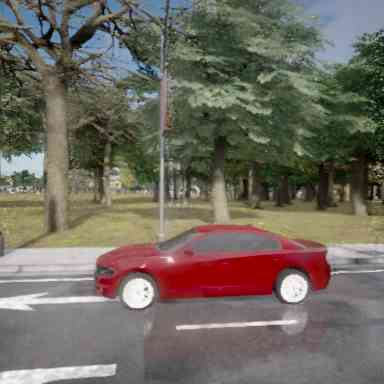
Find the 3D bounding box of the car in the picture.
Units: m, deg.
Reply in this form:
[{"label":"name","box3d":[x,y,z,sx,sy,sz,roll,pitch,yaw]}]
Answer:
[{"label":"car","box3d":[0.467,1.458,7.296,5.008,1.535,1.882,1,0,-8]}]
